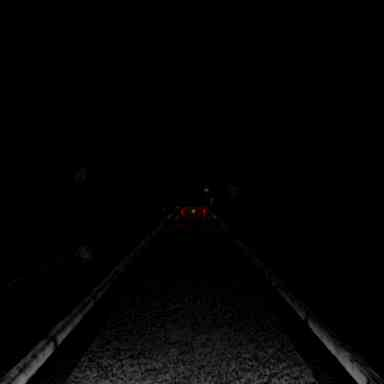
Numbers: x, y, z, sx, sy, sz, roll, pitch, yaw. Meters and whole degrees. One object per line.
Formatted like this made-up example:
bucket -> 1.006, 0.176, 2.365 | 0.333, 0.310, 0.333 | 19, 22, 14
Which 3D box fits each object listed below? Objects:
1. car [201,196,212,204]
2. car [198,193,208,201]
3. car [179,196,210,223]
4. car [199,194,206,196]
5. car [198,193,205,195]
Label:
car -> 3.001, 1.630, 69.249 | 2.231, 1.521, 4.892 | 0, 0, 0
car -> 3.003, 1.394, 91.248 | 2.435, 2.045, 5.566 | 0, 0, 0
car -> 0.102, 1.397, 25.945 | 2.097, 1.767, 4.553 | 0, 0, 0
car -> 3.001, 1.623, 63.602 | 2.231, 1.521, 4.892 | 0, 0, 0
car -> 3.002, 1.664, 74.807 | 2.163, 1.488, 4.792 | 0, 0, 0
